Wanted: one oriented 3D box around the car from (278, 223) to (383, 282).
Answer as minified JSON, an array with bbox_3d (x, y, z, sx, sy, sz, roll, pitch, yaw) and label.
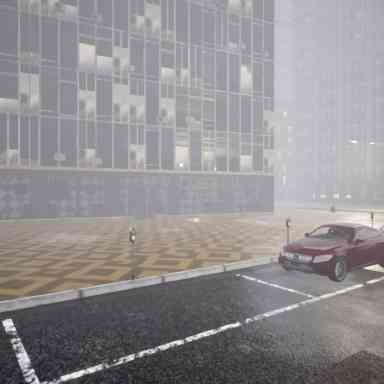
[{"bbox_3d":[4.325,1.579,9.657,4.206,1.307,1.802,0,0,-36],"label":"car"}]
